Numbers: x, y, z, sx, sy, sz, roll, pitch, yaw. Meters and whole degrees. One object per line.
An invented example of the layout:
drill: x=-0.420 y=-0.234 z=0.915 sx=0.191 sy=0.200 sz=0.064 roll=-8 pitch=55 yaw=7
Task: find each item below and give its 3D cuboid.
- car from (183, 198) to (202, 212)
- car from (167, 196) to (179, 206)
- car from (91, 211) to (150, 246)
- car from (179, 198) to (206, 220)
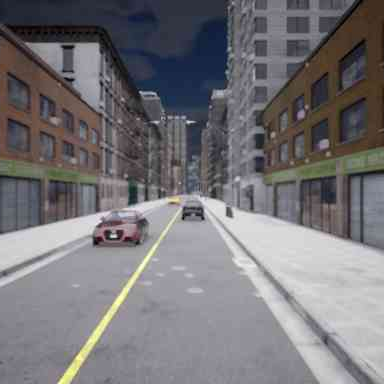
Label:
car: x=0.085 y=1.473 z=40.308 sx=2.128 sy=1.511 sz=4.902 roll=0 pitch=0 yaw=0
car: x=-3.067 y=1.462 z=55.610 sx=1.882 sy=1.535 sz=5.008 roll=0 pitch=0 yaw=0
car: x=-3.102 y=1.551 z=15.161 sx=1.994 sy=1.385 sz=4.181 roll=0 pitch=0 yaw=0
car: x=0.092 y=1.486 z=27.942 sx=1.837 sy=1.490 sz=4.892 roll=0 pitch=0 yaw=0
